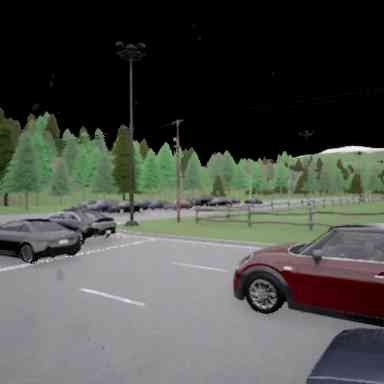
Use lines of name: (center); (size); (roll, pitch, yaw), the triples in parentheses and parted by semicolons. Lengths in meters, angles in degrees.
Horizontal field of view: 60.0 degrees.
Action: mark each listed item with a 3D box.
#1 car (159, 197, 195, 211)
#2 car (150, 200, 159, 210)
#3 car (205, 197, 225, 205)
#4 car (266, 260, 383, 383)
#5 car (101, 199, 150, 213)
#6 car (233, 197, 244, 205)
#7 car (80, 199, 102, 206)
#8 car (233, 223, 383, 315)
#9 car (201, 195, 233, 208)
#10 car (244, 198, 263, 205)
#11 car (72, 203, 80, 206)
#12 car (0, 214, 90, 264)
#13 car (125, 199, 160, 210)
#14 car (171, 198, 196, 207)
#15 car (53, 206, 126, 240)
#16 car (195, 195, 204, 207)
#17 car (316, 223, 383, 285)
car: (-1.991, 1.783, 45.830); (1.812, 1.442, 4.674); (-1, 0, 37)
car: (-4.976, 1.836, 47.692); (2.033, 1.411, 5.357); (-1, 0, 36)
car: (4.577, 1.844, 66.399); (1.812, 1.442, 4.674); (-1, 0, 36)
car: (3.314, 1.531, 1.612); (5.357, 1.411, 2.033); (-1, 0, 36)
car: (-7.517, 1.735, 38.300); (1.882, 1.535, 5.008); (-1, 0, 36)
car: (7.593, 1.784, 64.653); (1.837, 1.490, 4.892); (-1, 1, 37)
car: (-10.568, 1.641, 40.042); (2.097, 1.767, 4.553); (-1, 0, 36)
car: (3.033, 1.361, 6.125); (4.553, 1.767, 2.097); (-1, 0, 36)
car: (4.123, 1.734, 54.120); (1.882, 1.535, 5.008); (-1, 0, 36)
car: (11.873, 1.802, 64.511); (2.033, 1.411, 5.357); (-1, 0, 37)
car: (-13.156, 1.826, 42.441); (1.837, 1.490, 4.892); (-1, 0, 36)
car: (-6.109, 1.673, 12.281); (4.181, 1.385, 1.994); (-1, 0, 29)
car: (-7.398, 1.868, 50.301); (2.033, 1.411, 5.357); (-1, 0, 37)
car: (-1.457, 1.824, 58.315); (1.837, 1.490, 4.892); (-1, 0, 37)
car: (-5.981, 1.622, 16.231); (4.902, 1.511, 2.128); (0, 0, 27)
car: (1.499, 1.511, 56.448); (2.150, 2.045, 5.566); (-1, -1, 37)
car: (5.841, 1.602, 8.419); (4.718, 1.301, 1.895); (-1, 0, 36)
